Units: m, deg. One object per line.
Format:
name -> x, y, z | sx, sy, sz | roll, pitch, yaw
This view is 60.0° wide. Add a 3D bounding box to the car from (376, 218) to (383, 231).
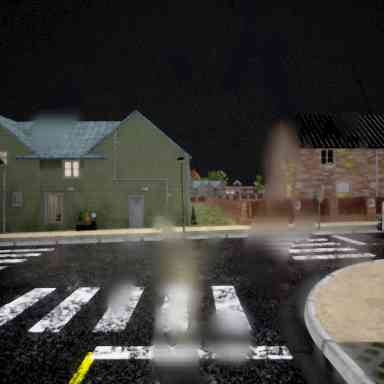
car -> 10.720, 1.115, 13.844 | 5.357, 1.411, 2.033 | -2, 0, -1
